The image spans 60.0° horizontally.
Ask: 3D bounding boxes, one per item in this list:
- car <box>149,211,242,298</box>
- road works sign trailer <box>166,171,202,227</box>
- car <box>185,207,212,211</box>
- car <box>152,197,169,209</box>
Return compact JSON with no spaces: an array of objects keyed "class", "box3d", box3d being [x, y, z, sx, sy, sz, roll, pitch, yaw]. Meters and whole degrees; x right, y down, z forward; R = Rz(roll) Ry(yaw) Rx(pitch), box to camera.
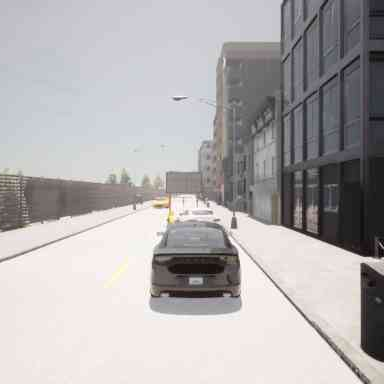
[{"class":"car","box3d":[0.072,1.478,8.560,1.882,1.535,5.008,0,0,0]},{"class":"road works sign trailer","box3d":[-0.565,0.464,21.411,2.380,3.560,2.880,0,0,-17]},{"class":"car","box3d":[0.344,1.541,17.915,1.812,1.442,4.674,0,-1,-8]},{"class":"car","box3d":[-4.140,1.477,44.316,1.882,1.535,5.008,0,0,0]}]
